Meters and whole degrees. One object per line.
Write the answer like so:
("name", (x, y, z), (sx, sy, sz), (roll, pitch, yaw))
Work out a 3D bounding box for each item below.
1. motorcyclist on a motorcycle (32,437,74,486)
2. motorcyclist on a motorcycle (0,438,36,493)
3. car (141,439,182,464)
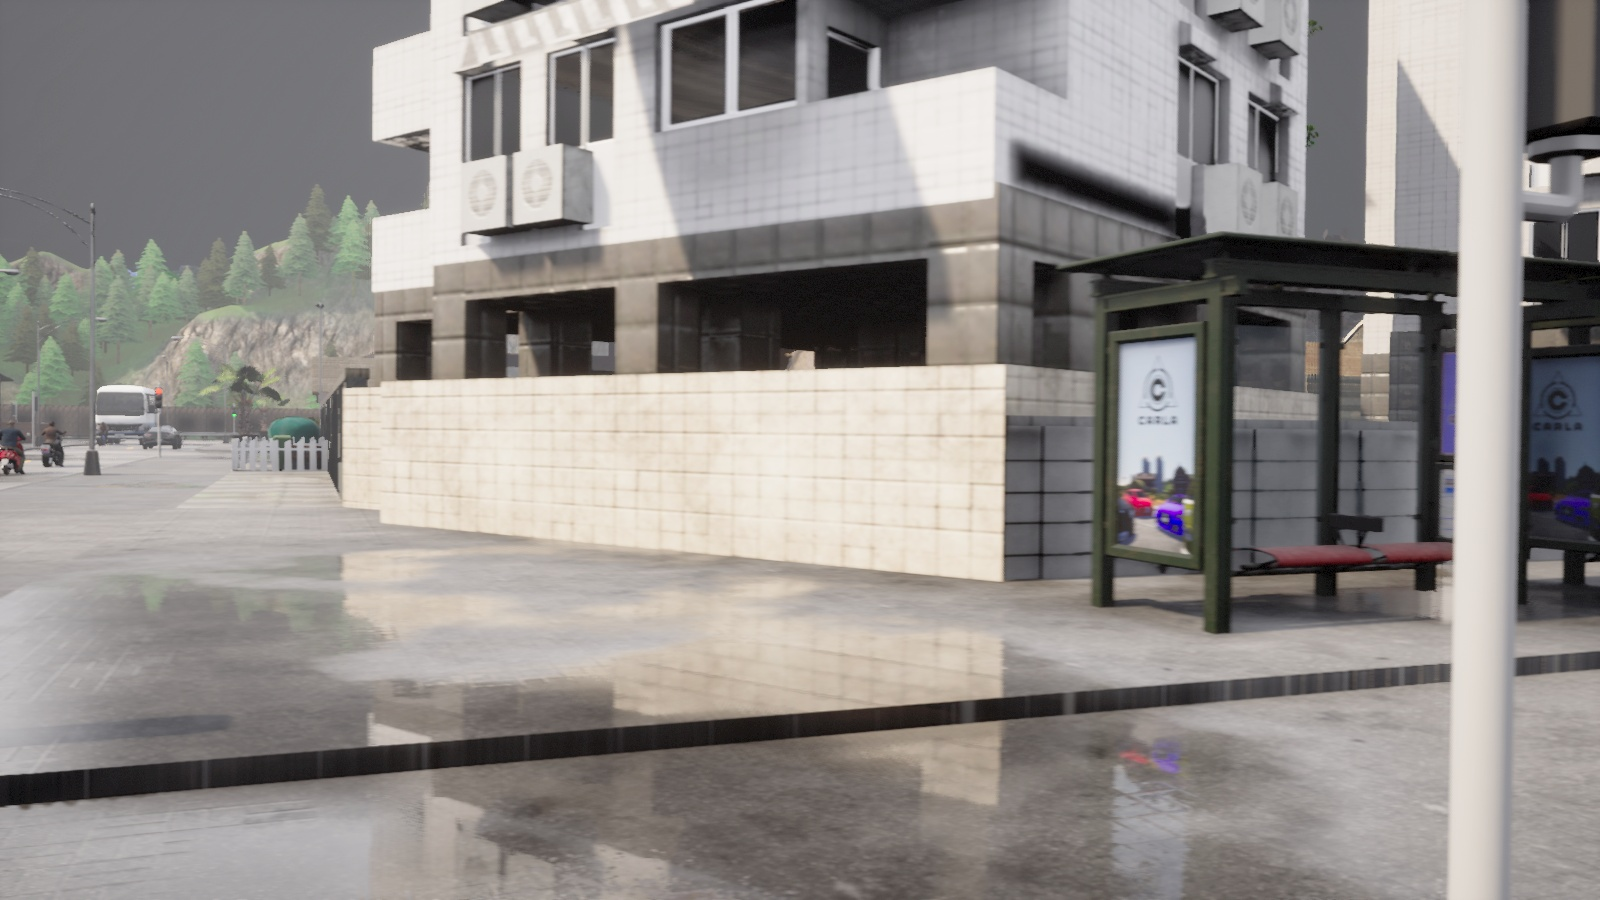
("motorcyclist on a motorcycle", (-25.976, 0.364, 43.718), (0.766, 1.649, 2.350), (-1, 1, -19))
("motorcyclist on a motorcycle", (-23.258, 0.439, 37.108), (0.866, 1.590, 1.817), (-1, 1, -22))
("car", (-38.999, 0.074, 76.770), (1.812, 1.442, 4.674), (-1, 1, -22))
